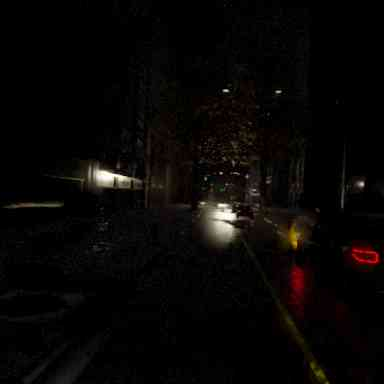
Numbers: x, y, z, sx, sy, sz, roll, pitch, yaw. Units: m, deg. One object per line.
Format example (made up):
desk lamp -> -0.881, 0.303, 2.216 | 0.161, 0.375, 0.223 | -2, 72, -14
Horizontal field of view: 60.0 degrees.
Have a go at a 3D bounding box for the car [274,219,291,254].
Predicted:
car -> 5.003, 1.877, 15.306 | 1.801, 1.575, 5.366 | 3, -1, 5

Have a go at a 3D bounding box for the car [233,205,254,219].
car -> 6.007, 2.279, 38.245 | 1.812, 1.442, 4.674 | 3, -1, 5

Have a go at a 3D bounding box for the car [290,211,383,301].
car -> 4.511, 1.548, 9.170 | 2.150, 2.045, 5.566 | 3, -1, 5

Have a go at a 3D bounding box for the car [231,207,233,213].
car -> 6.977, 2.559, 50.497 | 1.895, 1.301, 4.718 | 3, -1, 5
